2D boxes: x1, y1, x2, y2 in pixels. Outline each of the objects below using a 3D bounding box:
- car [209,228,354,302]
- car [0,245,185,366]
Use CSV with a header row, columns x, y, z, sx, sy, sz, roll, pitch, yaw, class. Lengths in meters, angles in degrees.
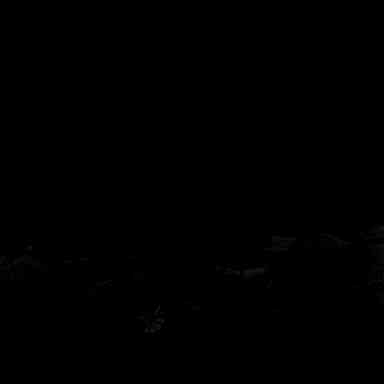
x,y,z,sx,sy,sz,roll,pitch,yaw,class
2.365,1.582,8.220,4.206,1.307,1.802,0,0,-35,car
-2.115,1.566,5.027,4.313,1.339,1.947,0,0,-35,car
